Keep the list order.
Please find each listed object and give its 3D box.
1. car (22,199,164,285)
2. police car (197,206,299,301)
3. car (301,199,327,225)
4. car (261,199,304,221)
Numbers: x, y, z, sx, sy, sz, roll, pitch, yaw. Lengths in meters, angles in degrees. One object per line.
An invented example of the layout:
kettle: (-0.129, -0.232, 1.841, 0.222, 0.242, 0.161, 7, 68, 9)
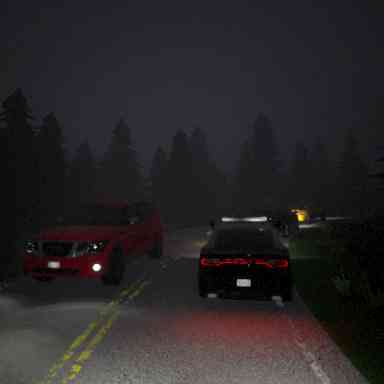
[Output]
car: (-2.483, 1.257, 10.031, 2.150, 2.045, 5.566, -1, 0, 12)
police car: (1.348, 1.400, 8.490, 1.930, 1.638, 5.238, -1, 0, 10)
car: (7.335, 1.240, 21.911, 1.801, 1.575, 5.366, -4, -2, 38)
car: (4.230, 1.387, 17.107, 1.837, 1.490, 4.892, -2, 0, 27)
